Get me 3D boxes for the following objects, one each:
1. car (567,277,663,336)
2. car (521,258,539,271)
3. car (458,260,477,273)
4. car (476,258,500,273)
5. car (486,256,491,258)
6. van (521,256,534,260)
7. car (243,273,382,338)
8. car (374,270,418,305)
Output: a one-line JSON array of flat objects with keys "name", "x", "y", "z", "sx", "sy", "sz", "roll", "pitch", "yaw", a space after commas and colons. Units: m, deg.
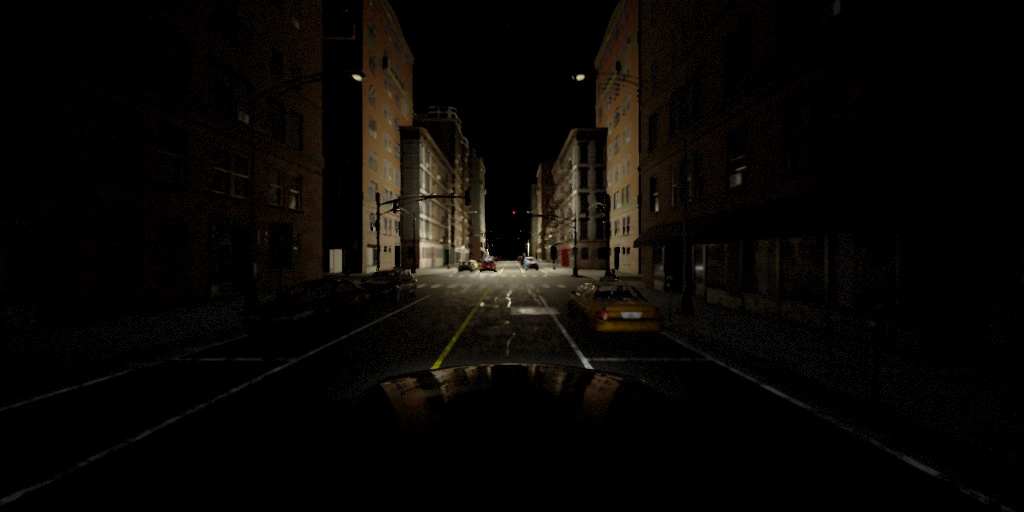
[{"name": "car", "x": 2.638, "y": 1.267, "z": 10.233, "sx": 1.751, "sy": 1.417, "sz": 4.829, "roll": 0, "pitch": 0, "yaw": 0}, {"name": "car", "x": 2.644, "y": 1.251, "z": 48.026, "sx": 2.007, "sy": 1.370, "sz": 4.403, "roll": 0, "pitch": 0, "yaw": 0}, {"name": "car", "x": -5.386, "y": 1.258, "z": 42.620, "sx": 2.007, "sy": 1.370, "sz": 4.403, "roll": 0, "pitch": 0, "yaw": 0}, {"name": "car", "x": -2.740, "y": 1.282, "z": 41.942, "sx": 1.812, "sy": 1.442, "sz": 4.674, "roll": 0, "pitch": 1, "yaw": 0}, {"name": "car", "x": -5.404, "y": 1.123, "z": 64.245, "sx": 1.967, "sy": 1.591, "sz": 4.097, "roll": 0, "pitch": 0, "yaw": 0}, {"name": "van", "x": 2.646, "y": 1.035, "z": 53.433, "sx": 1.690, "sy": 1.789, "sz": 3.998, "roll": 0, "pitch": 0, "yaw": 0}, {"name": "car", "x": -5.387, "y": 1.324, "z": 10.062, "sx": 1.802, "sy": 1.307, "sz": 4.207, "roll": 0, "pitch": 0, "yaw": 0}, {"name": "car", "x": -5.386, "y": 1.287, "z": 15.744, "sx": 2.007, "sy": 1.370, "sz": 4.403, "roll": 0, "pitch": 0, "yaw": 0}]
